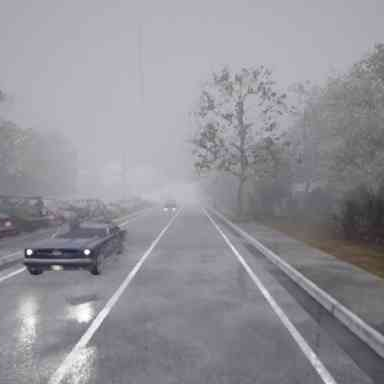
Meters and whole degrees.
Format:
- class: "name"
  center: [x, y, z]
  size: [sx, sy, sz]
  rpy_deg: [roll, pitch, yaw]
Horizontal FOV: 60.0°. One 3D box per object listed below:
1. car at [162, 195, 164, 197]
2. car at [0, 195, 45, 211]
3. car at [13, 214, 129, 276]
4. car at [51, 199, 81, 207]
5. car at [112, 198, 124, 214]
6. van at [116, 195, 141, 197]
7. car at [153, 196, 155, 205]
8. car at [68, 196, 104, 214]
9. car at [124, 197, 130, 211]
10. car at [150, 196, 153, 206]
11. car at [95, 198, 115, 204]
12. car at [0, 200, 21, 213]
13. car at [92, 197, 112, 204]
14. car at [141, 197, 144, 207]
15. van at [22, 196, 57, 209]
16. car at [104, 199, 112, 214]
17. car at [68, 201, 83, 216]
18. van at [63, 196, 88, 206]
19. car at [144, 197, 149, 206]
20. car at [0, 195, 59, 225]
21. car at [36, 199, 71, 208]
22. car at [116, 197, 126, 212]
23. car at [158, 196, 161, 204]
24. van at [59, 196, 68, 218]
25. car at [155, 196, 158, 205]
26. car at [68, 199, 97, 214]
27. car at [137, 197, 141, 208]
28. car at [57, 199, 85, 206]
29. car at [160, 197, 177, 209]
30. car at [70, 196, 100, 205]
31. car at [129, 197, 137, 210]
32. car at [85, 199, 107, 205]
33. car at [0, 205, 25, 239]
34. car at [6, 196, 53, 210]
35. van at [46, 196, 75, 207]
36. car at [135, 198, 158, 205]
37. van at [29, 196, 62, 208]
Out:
- class: "car"
  center: [-10.287, 2.075, 81.097]
  size: [5.566, 2.045, 2.435]
  rpy_deg: [0, -1, 0]
- class: "car"
  center: [-23.339, 1.498, 45.122]
  size: [5.566, 2.045, 2.435]
  rpy_deg: [0, -1, 0]
- class: "car"
  center: [-3.348, 1.585, 10.466]
  size: [1.895, 1.301, 4.718]
  rpy_deg: [0, 0, 0]
- class: "car"
  center: [-23.383, 1.982, 61.735]
  size: [4.792, 1.488, 2.163]
  rpy_deg: [0, -1, 0]
- class: "car"
  center: [-10.111, 1.616, 33.913]
  size: [5.366, 1.575, 1.946]
  rpy_deg: [0, -1, 0]
- class: "van"
  center: [-10.397, 1.620, 53.348]
  size: [4.442, 1.987, 1.878]
  rpy_deg: [0, -1, 0]
- class: "car"
  center: [-10.457, 1.993, 64.441]
  size: [5.366, 1.575, 1.946]
  rpy_deg: [0, -1, 0]
- class: "car"
  center: [-10.269, 1.428, 28.363]
  size: [4.553, 1.767, 2.185]
  rpy_deg: [0, -1, 0]
- class: "car"
  center: [-10.298, 1.685, 39.465]
  size: [4.892, 1.521, 2.231]
  rpy_deg: [0, -1, 0]
- class: "car"
  center: [-10.268, 1.952, 61.674]
  size: [4.892, 1.521, 2.231]
  rpy_deg: [0, -1, 0]
- class: "car"
  center: [-23.326, 2.494, 89.301]
  size: [5.008, 1.535, 2.097]
  rpy_deg: [0, -1, 0]
- class: "car"
  center: [-23.366, 1.685, 39.578]
  size: [5.008, 1.535, 2.097]
  rpy_deg: [0, -1, 0]
- class: "car"
  center: [-23.365, 2.312, 86.532]
  size: [4.553, 1.767, 2.185]
  rpy_deg: [0, -1, 0]
- class: "car"
  center: [-10.254, 1.843, 50.569]
  size: [4.792, 1.488, 2.163]
  rpy_deg: [0, -1, 0]
- class: "van"
  center: [-23.246, 1.588, 50.661]
  size: [4.442, 1.987, 1.878]
  rpy_deg: [0, -1, 0]
- class: "car"
  center: [-10.267, 1.461, 31.139]
  size: [4.553, 1.767, 2.185]
  rpy_deg: [0, -1, 0]
- class: "car"
  center: [-10.308, 1.529, 22.809]
  size: [4.674, 1.452, 2.002]
  rpy_deg: [0, -1, 0]
- class: "van"
  center: [-23.466, 1.819, 67.149]
  size: [4.442, 1.987, 1.878]
  rpy_deg: [0, -1, 0]
- class: "car"
  center: [-10.308, 1.907, 56.121]
  size: [4.792, 1.488, 2.163]
  rpy_deg: [0, -1, 0]
- class: "car"
  center: [-10.338, 1.173, 17.260]
  size: [5.566, 2.045, 2.435]
  rpy_deg: [0, -1, 0]
- class: "car"
  center: [-23.363, 1.879, 56.198]
  size: [5.008, 1.535, 2.097]
  rpy_deg: [0, -1, 0]
- class: "car"
  center: [-10.288, 1.652, 36.689]
  size: [4.892, 1.521, 2.231]
  rpy_deg: [0, -1, 0]
- class: "car"
  center: [-10.079, 2.154, 72.765]
  size: [5.366, 1.575, 1.946]
  rpy_deg: [0, -1, 0]
- class: "van"
  center: [-10.190, 1.231, 20.036]
  size: [4.442, 1.987, 1.878]
  rpy_deg: [0, -1, 0]
- class: "car"
  center: [-10.084, 2.041, 67.093]
  size: [5.366, 1.575, 1.946]
  rpy_deg: [0, -1, 0]
- class: "car"
  center: [-10.297, 1.522, 25.585]
  size: [5.008, 1.535, 2.097]
  rpy_deg: [0, -1, 0]
- class: "car"
  center: [-10.256, 1.810, 47.793]
  size: [4.792, 1.488, 2.163]
  rpy_deg: [0, -1, 0]
- class: "car"
  center: [-23.380, 2.024, 64.374]
  size: [4.792, 1.488, 2.163]
  rpy_deg: [0, -1, 0]
- class: "car"
  center: [-3.354, 1.894, 52.626]
  size: [2.033, 1.411, 5.357]
  rpy_deg: [0, -1, 0]
- class: "car"
  center: [-23.373, 1.907, 72.812]
  size: [5.566, 2.045, 2.435]
  rpy_deg: [0, -1, 0]
- class: "car"
  center: [-10.104, 1.713, 42.241]
  size: [5.366, 1.575, 1.946]
  rpy_deg: [0, -1, 0]
- class: "car"
  center: [-23.335, 2.367, 81.115]
  size: [4.674, 1.452, 2.002]
  rpy_deg: [0, -1, 0]
- class: "car"
  center: [-10.341, 1.451, 14.507]
  size: [4.792, 1.488, 2.163]
  rpy_deg: [0, 0, 0]
- class: "car"
  center: [-23.336, 1.531, 47.892]
  size: [5.566, 2.045, 2.435]
  rpy_deg: [0, -1, 0]
- class: "van"
  center: [-23.247, 1.688, 58.987]
  size: [4.442, 1.987, 1.878]
  rpy_deg: [0, -1, 0]
- class: "car"
  center: [-10.269, 2.215, 75.541]
  size: [4.892, 1.521, 2.231]
  rpy_deg: [0, -1, 0]
- class: "van"
  center: [-23.477, 1.621, 53.431]
  size: [4.442, 1.987, 1.878]
  rpy_deg: [0, -1, 0]
